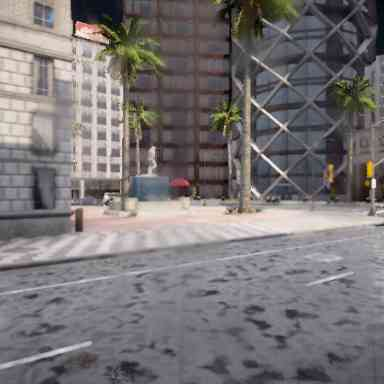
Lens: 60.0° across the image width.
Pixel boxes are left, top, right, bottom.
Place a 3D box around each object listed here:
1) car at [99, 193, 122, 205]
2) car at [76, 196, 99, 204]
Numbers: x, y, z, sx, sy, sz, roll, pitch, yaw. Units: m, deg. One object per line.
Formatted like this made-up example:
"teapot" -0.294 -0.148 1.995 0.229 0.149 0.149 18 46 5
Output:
"car" -12.355 1.172 56.685 5.566 2.045 2.150 0 0 -1
"car" -19.698 1.515 63.038 4.181 1.385 1.994 0 0 -10
